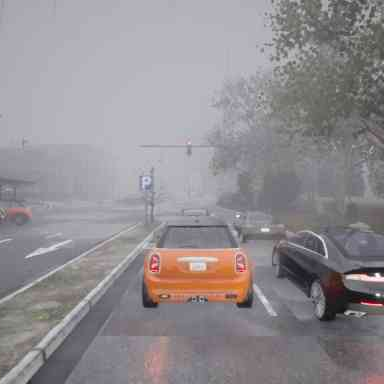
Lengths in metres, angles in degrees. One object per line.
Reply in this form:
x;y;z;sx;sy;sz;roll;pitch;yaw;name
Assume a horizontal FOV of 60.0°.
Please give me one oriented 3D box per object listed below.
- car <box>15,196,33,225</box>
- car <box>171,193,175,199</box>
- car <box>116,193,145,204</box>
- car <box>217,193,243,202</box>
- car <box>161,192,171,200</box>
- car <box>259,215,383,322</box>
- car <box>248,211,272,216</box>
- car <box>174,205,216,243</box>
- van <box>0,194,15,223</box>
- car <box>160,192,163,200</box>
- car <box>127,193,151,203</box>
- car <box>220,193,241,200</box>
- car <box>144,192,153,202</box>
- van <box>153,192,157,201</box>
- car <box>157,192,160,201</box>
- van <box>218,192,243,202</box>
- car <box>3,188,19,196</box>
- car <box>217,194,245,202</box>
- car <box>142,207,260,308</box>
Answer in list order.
-13.649;1.402;23.217;4.553;1.767;2.185;-1;0;-19;car
-8.084;1.063;87.969;5.566;2.045;2.435;-1;0;-12;car
-11.501;1.356;61.026;4.792;1.488;2.163;-1;0;-15;car
7.605;1.140;66.607;4.553;1.767;2.185;1;0;-14;car
-8.531;1.355;84.963;4.674;1.452;2.002;-1;0;-12;car
3.102;1.501;7.244;2.128;1.511;4.902;0;0;0;car
3.145;1.587;16.157;1.994;1.385;4.181;0;0;1;car
0.154;1.531;17.207;1.837;1.490;4.892;0;0;1;car
-13.621;1.296;20.240;4.442;1.987;1.878;-1;0;-20;van
-9.710;1.357;75.978;4.674;1.452;2.002;-1;0;-13;car
-10.768;1.194;66.971;4.553;1.767;2.185;-1;0;-14;car
9.383;1.127;81.309;4.553;1.767;2.185;1;0;-12;car
-10.859;1.313;64.018;5.366;1.575;1.946;-1;0;-15;car
-10.305;1.091;70.011;4.442;1.987;1.878;-1;0;-14;van
-10.080;1.320;72.982;4.892;1.521;2.231;-1;0;-14;car
7.224;1.041;63.637;4.442;1.987;1.878;1;0;-14;van
-28.213;0.136;51.879;2.002;1.452;4.674;6;-3;-19;car
8.139;1.262;69.601;5.366;1.575;1.946;1;0;-13;car
0.104;1.363;8.121;2.097;1.767;4.553;0;0;0;car
